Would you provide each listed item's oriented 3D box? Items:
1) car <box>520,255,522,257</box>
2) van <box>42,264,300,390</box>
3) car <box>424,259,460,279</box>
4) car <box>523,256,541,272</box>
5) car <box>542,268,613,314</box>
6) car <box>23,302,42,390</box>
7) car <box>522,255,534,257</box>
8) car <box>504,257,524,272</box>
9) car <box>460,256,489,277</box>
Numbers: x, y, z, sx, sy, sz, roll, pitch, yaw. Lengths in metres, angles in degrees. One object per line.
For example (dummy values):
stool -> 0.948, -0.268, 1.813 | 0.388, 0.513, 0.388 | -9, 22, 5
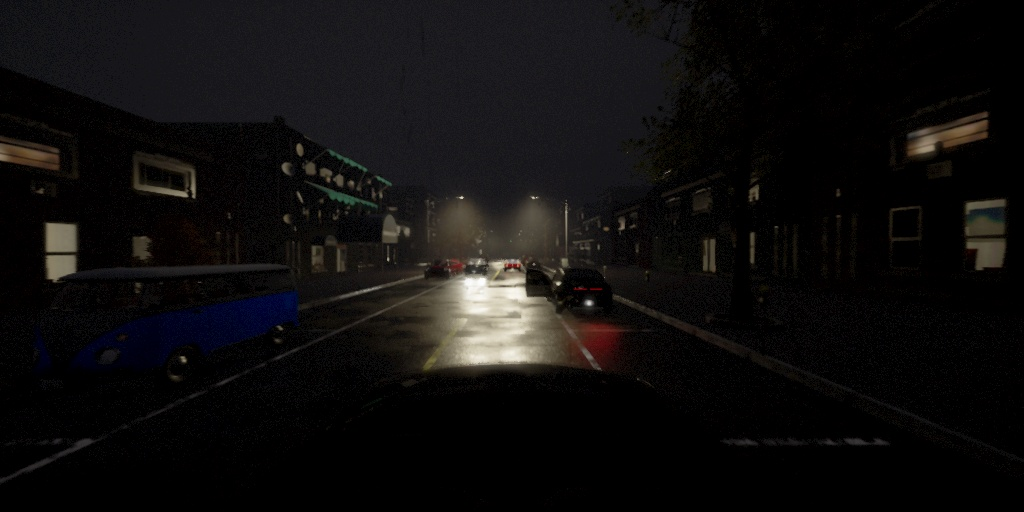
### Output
car -> 0.003, 0.926, 52.472 | 2.033, 1.411, 5.357 | 0, 0, 0
van -> -5.687, 1.056, 6.530 | 1.690, 1.789, 3.998 | 0, 0, 0
car -> -5.687, 0.992, 28.723 | 1.967, 1.591, 4.097 | 0, 0, 0
car -> 2.694, 0.996, 45.370 | 1.948, 1.339, 4.313 | 0, 0, 0
car -> 2.355, 1.170, 13.354 | 1.837, 1.490, 4.892 | 0, 0, 0
car -> -5.687, 1.070, 0.982 | 2.192, 1.841, 5.009 | 0, 0, 0
car -> 2.695, 0.915, 51.087 | 1.751, 1.417, 4.829 | 0, 0, 0
car -> 0.070, 1.063, 40.956 | 1.895, 1.301, 4.718 | 0, 0, 0
car -> -3.092, 1.019, 32.093 | 2.128, 1.511, 4.902 | 0, 0, 0
